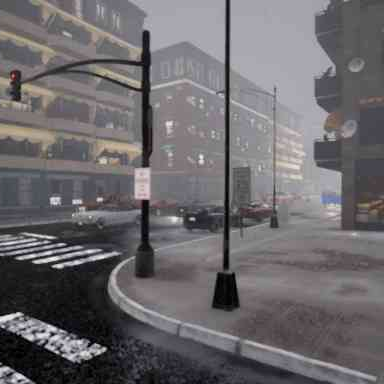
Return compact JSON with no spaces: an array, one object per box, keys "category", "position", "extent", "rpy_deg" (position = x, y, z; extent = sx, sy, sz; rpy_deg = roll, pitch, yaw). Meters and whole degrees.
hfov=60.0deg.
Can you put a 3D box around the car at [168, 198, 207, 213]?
[{"category":"car","position":[0.342,1.195,26.956],"extent":[1.994,1.385,4.181],"rpy_deg":[1,1,34]}]

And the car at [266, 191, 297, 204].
[{"category":"car","position":[11.284,0.710,42.464],"extent":[2.097,1.767,4.553],"rpy_deg":[1,1,35]}]

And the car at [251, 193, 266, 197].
[{"category":"car","position":[5.587,1.005,34.398],"extent":[1.837,1.490,4.892],"rpy_deg":[1,1,35]}]

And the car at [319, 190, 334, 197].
[{"category":"car","position":[29.586,0.369,73.086],"extent":[1.887,1.381,4.507],"rpy_deg":[2,2,35]}]

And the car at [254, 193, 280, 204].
[{"category":"car","position":[10.382,0.871,45.730],"extent":[1.947,1.339,4.313],"rpy_deg":[2,2,35]}]

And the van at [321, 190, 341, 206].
[{"category":"van","position":[17.221,0.716,40.879],"extent":[1.690,1.788,3.998],"rpy_deg":[2,2,35]}]

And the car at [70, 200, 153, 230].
[{"category":"car","position":[-4.745,1.360,19.686],"extent":[1.895,1.301,4.718],"rpy_deg":[1,1,35]}]

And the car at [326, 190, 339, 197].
[{"category":"car","position":[32.786,0.327,77.645],"extent":[1.802,1.307,4.206],"rpy_deg":[2,2,35]}]

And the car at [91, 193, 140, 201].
[{"category":"car","position":[-5.618,1.022,22.928],"extent":[2.192,1.841,5.009],"rpy_deg":[2,2,35]}]

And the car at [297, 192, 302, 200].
[{"category":"car","position":[16.783,0.710,54.849],"extent":[1.947,1.339,4.313],"rpy_deg":[2,2,35]}]

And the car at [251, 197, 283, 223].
[{"category":"car","position":[4.415,1.278,22.647],"extent":[1.802,1.307,4.206],"rpy_deg":[2,2,35]}]

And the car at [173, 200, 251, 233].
[{"category":"car","position":[1.215,1.343,18.088],"extent":[1.947,1.339,4.313],"rpy_deg":[2,2,35]}]

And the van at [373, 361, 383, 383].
[{"category":"van","position":[2.697,1.342,0.942],"extent":[3.998,1.788,1.690],"rpy_deg":[0,0,35]}]

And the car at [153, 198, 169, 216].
[{"category":"car","position":[-2.420,1.171,27.493],"extent":[1.887,1.381,4.507],"rpy_deg":[2,2,35]}]

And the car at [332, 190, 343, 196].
[{"category":"car","position":[35.987,0.247,82.205],"extent":[1.802,1.307,4.206],"rpy_deg":[2,2,35]}]
